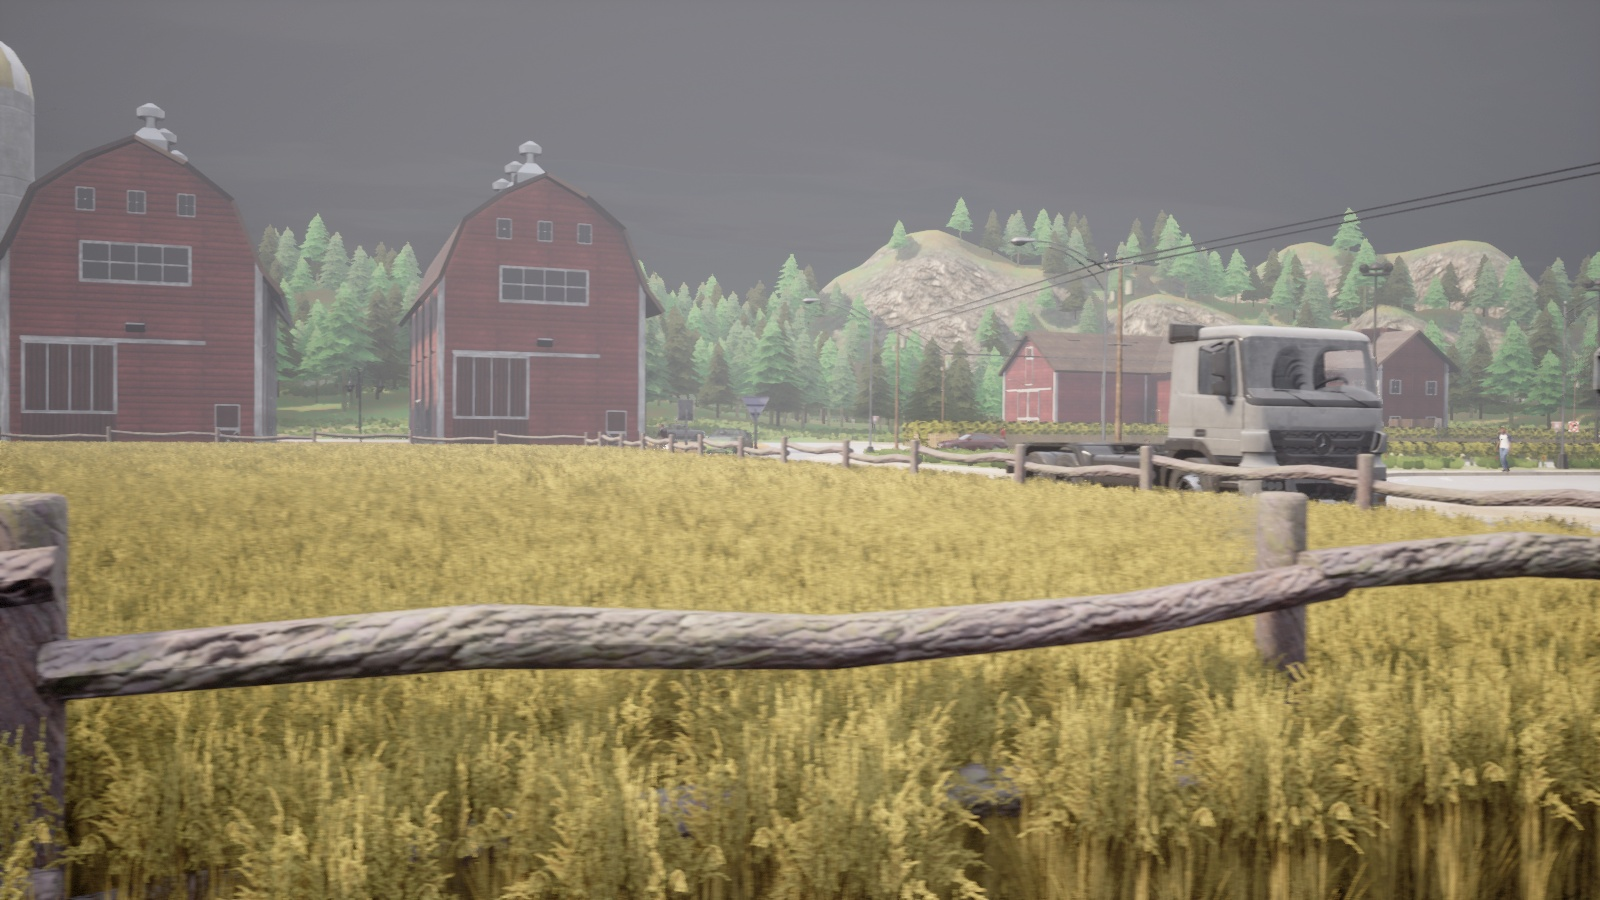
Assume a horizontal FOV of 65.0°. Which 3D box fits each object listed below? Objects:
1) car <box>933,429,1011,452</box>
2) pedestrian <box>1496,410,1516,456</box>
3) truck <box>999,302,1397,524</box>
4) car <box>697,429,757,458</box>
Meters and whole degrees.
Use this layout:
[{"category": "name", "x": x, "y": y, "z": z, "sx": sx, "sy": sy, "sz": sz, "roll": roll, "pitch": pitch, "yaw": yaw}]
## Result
[{"category": "car", "x": 11.236, "y": -0.631, "z": 81.946, "sx": 4.674, "sy": 1.442, "sz": 1.812, "roll": -1, "pitch": 1, "yaw": -16}, {"category": "pedestrian", "x": 28.390, "y": -0.676, "z": 50.513, "sx": 0.706, "sy": 1.836, "sz": 0.354, "roll": -1, "pitch": 1, "yaw": -22}, {"category": "truck", "x": 7.040, "y": -0.649, "z": 23.790, "sx": 2.891, "sy": 3.462, "sz": 7.936, "roll": -1, "pitch": 1, "yaw": -21}, {"category": "car", "x": -4.027, "y": -0.401, "z": 70.402, "sx": 2.007, "sy": 1.525, "sz": 4.514, "roll": 0, "pitch": 1, "yaw": 15}]
